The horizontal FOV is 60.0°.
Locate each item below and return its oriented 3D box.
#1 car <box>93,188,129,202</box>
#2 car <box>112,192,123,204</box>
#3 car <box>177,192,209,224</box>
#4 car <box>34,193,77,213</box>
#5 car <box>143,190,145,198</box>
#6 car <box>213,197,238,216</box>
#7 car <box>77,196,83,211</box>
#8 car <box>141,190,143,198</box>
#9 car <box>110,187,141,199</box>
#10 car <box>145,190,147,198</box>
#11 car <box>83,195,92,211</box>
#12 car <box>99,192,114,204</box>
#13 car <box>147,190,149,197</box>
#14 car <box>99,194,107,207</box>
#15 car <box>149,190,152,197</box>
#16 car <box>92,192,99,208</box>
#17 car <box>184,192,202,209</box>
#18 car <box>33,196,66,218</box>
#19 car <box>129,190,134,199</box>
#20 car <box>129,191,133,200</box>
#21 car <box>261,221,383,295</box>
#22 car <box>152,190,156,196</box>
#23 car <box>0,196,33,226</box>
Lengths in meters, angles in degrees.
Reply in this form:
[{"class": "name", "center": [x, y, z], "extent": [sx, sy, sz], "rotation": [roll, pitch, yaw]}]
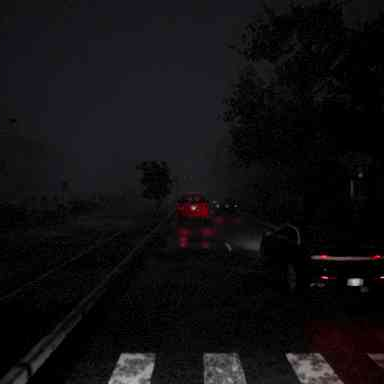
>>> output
[{"class": "car", "center": [-13.792, 0.833, 54.801], "extent": [5.566, 2.045, 2.435], "rotation": [-1, 1, -20]}, {"class": "car", "center": [-13.788, 1.159, 51.802], "extent": [4.792, 1.488, 2.163], "rotation": [-1, 1, -20]}, {"class": "car", "center": [0.101, 1.187, 24.687], "extent": [2.150, 2.045, 5.566], "rotation": [0, 0, 0]}, {"class": "car", "center": [-13.857, 1.166, 30.760], "extent": [5.566, 2.045, 2.435], "rotation": [-1, 1, -20]}, {"class": "car", "center": [-13.832, 0.701, 75.783], "extent": [4.553, 1.767, 2.185], "rotation": [-1, 0, -20]}, {"class": "car", "center": [3.101, 1.272, 31.563], "extent": [2.097, 1.767, 4.553], "rotation": [0, 1, 0]}, {"class": "car", "center": [-13.852, 1.416, 33.762], "extent": [4.792, 1.488, 2.163], "rotation": [-1, 1, -20]}, {"class": "car", "center": [-13.771, 0.729, 72.798], "extent": [4.553, 1.767, 2.185], "rotation": [-1, 1, -20]}, {"class": "car", "center": [-13.832, 0.670, 66.770], "extent": [5.566, 2.045, 2.435], "rotation": [-1, 1, -20]}, {"class": "car", "center": [-13.804, 0.800, 78.794], "extent": [4.892, 1.521, 2.231], "rotation": [-1, 0, -20]}, {"class": "car", "center": [-13.827, 1.396, 36.787], "extent": [4.674, 1.452, 2.002], "rotation": [-1, 0, -20]}, {"class": "car", "center": [-13.811, 1.226, 45.786], "extent": [5.008, 1.535, 2.097], "rotation": [-1, 1, -20]}, {"class": "car", "center": [-13.820, 0.802, 81.779], "extent": [4.792, 1.488, 2.163], "rotation": [-1, 1, -20]}, {"class": "car", "center": [-13.823, 1.312, 42.786], "extent": [4.674, 1.452, 2.002], "rotation": [-1, 1, -20]}, {"class": "car", "center": [-13.820, 0.497, 84.780], "extent": [5.566, 2.045, 2.435], "rotation": [-1, 1, -20]}, {"class": "car", "center": [-13.855, 1.189, 39.774], "extent": [4.553, 1.767, 2.185], "rotation": [-1, 1, -20]}, {"class": "car", "center": [0.102, 1.000, 42.951], "extent": [2.150, 2.045, 5.566], "rotation": [0, 1, 0]}, {"class": "car", "center": [-13.658, 1.435, 27.835], "extent": [5.366, 1.575, 1.946], "rotation": [-1, 0, -20]}, {"class": "car", "center": [-13.982, 0.999, 60.722], "extent": [5.366, 1.575, 1.946], "rotation": [-1, 1, -20]}, {"class": "car", "center": [-13.636, 1.033, 57.856], "extent": [5.366, 1.575, 1.946], "rotation": [-1, 1, -20]}, {"class": "car", "center": [3.100, 1.493, 8.732], "extent": [2.128, 1.511, 4.902], "rotation": [0, 0, 0]}, {"class": "car", "center": [-13.791, 0.426, 93.793], "extent": [5.566, 2.045, 2.435], "rotation": [-1, 1, -20]}, {"class": "car", "center": [-13.812, 1.225, 21.780], "extent": [5.566, 2.045, 2.435], "rotation": [-1, 0, -20]}]
